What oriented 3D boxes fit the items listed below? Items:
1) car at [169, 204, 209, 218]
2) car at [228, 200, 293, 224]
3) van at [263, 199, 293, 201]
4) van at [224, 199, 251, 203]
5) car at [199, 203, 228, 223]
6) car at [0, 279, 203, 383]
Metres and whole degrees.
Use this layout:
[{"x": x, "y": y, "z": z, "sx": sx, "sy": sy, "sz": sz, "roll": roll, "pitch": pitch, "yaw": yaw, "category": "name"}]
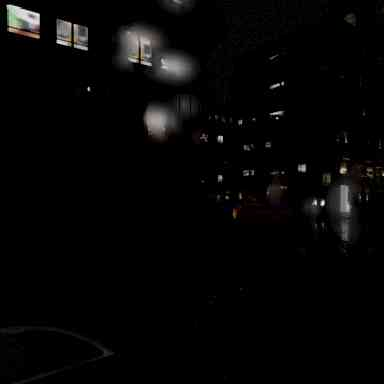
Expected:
[{"x": -0.384, "y": 1.984, "z": 35.886, "sx": 1.895, "sy": 1.301, "sz": 4.718, "roll": 0, "pitch": -1, "yaw": -36, "category": "car"}, {"x": 5.625, "y": 1.728, "z": 27.709, "sx": 1.882, "sy": 1.535, "sz": 5.008, "roll": 0, "pitch": -1, "yaw": -37, "category": "car"}, {"x": 8.493, "y": 1.612, "z": 33.564, "sx": 1.690, "sy": 1.788, "sz": 3.998, "roll": -1, "pitch": 0, "yaw": -36, "category": "van"}, {"x": 5.175, "y": 1.685, "z": 38.078, "sx": 1.690, "sy": 1.788, "sz": 3.998, "roll": -1, "pitch": 0, "yaw": -36, "category": "van"}, {"x": 1.756, "y": 1.881, "z": 28.643, "sx": 1.802, "sy": 1.307, "sz": 4.206, "roll": -1, "pitch": 0, "yaw": -36, "category": "car"}, {"x": -2.174, "y": 1.492, "z": 2.133, "sx": 4.902, "sy": 1.511, "sz": 2.128, "roll": 0, "pitch": 0, "yaw": -36, "category": "car"}]
